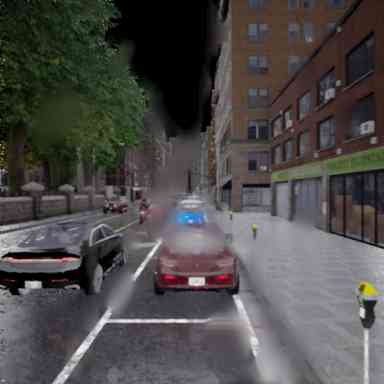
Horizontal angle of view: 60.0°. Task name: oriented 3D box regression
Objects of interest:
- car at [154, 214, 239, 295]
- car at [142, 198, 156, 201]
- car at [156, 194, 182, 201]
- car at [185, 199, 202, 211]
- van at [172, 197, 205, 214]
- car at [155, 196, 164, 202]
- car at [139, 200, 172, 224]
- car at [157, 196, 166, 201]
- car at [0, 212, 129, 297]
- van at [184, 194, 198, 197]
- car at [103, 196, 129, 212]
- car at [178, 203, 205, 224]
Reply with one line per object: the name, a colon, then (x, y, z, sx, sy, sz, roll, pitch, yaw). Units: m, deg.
car: (0.116, 1.538, 8.625, 1.812, 1.442, 4.674, 0, 0, 1)
car: (-5.677, 1.542, 43.665, 1.882, 1.535, 5.008, 0, 0, 1)
car: (-2.687, 1.403, 39.490, 2.097, 1.767, 4.553, 0, 0, 1)
car: (0.204, 1.605, 42.617, 1.947, 1.339, 4.313, 0, 0, 1)
van: (-0.052, 1.367, 19.977, 1.690, 1.788, 3.998, 0, 0, 1)
car: (-7.897, 1.601, 80.529, 1.752, 1.417, 4.829, 0, 0, 1)
car: (-2.754, 1.568, 24.830, 1.812, 1.442, 4.674, 0, 0, 0)
car: (-7.834, 1.628, 86.149, 2.008, 1.369, 4.403, 0, 0, 1)
car: (-2.934, 1.517, 8.647, 2.128, 1.511, 4.902, 0, 0, 1)
van: (0.139, 1.378, 36.957, 1.690, 1.788, 3.998, 0, 0, 1)
car: (-8.385, 1.389, 37.013, 2.192, 1.841, 5.009, 0, 0, 1)
car: (0.013, 1.575, 25.637, 1.887, 1.381, 4.507, 0, 0, 1)
